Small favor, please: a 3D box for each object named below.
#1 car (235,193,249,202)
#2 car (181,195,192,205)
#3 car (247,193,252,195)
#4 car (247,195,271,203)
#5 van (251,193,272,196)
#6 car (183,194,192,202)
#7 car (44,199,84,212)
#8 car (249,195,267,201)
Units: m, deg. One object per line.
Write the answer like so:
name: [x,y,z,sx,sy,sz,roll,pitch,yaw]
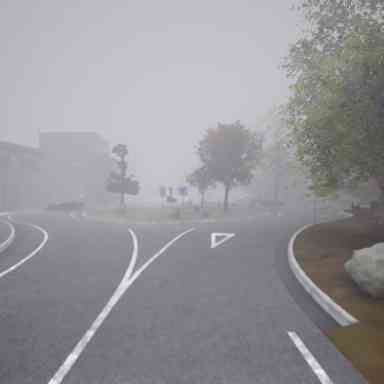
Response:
car: [12.962,1.814,86.887,1.812,1.442,4.674,0,1,1]
car: [-0.910,1.623,61.022,1.812,1.442,4.674,0,0,-2]
car: [17.896,1.750,88.924,5.366,1.575,1.946,0,1,1]
car: [14.567,1.916,71.875,1.895,1.301,4.718,1,-2,-30]
van: [17.871,1.618,83.370,4.442,1.987,1.878,0,1,1]
car: [-1.003,1.453,77.104,2.097,1.767,4.553,0,0,1]
car: [-14.177,1.492,36.937,1.895,1.301,4.718,0,0,16]
car: [18.158,1.738,91.695,4.792,1.488,2.163,0,1,1]
